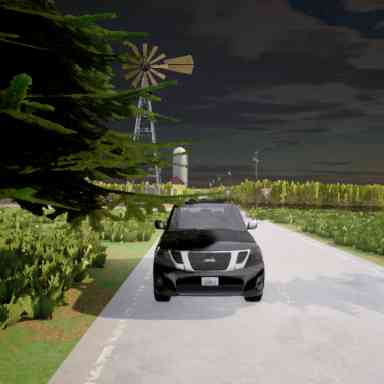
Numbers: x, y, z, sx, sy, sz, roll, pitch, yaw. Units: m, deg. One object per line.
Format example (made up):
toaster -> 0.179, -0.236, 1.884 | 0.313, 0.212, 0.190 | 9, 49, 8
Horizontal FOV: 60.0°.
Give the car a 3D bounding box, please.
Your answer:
car -> 0.333, 1.221, 8.623 | 2.150, 2.045, 5.566 | 0, 0, 0
